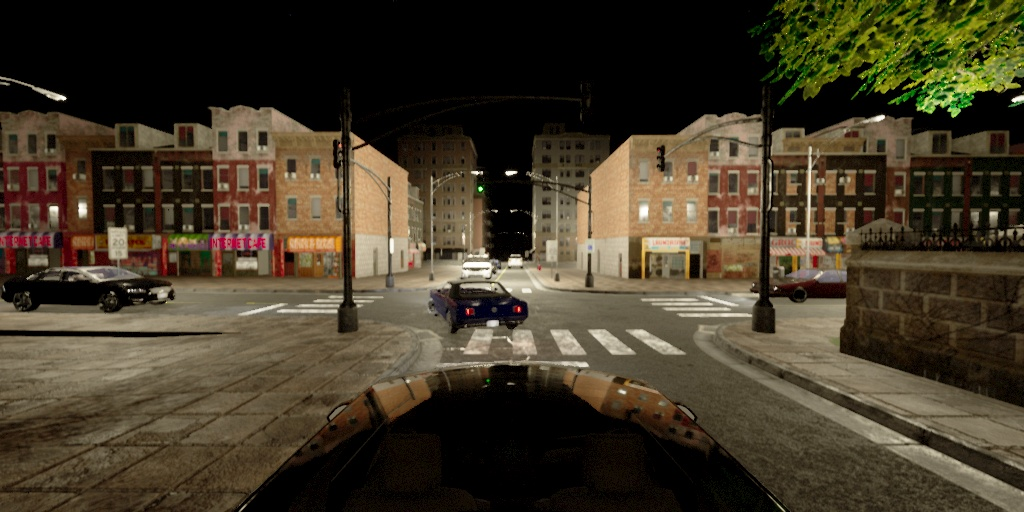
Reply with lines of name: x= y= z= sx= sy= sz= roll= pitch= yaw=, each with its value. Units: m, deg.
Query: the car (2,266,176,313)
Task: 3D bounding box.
car: x=-14.994 y=1.131 z=12.883 sx=4.902 sy=1.511 sz=2.128 roll=1 pitch=1 yaw=0

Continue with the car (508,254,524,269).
car: x=0.546 y=0.866 z=53.849 sx=2.150 sy=2.045 sz=5.566 roll=0 pitch=0 yaw=1

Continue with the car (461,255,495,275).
car: x=-2.707 y=0.909 z=28.429 sx=2.150 sy=2.045 sz=5.566 roll=0 pitch=0 yaw=-2

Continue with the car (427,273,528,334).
car: x=-1.275 y=1.356 z=10.794 sx=1.895 sy=1.301 sz=4.718 roll=0 pitch=0 yaw=-22

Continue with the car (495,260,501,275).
car: x=-2.561 y=1.217 z=38.672 sx=2.033 sy=1.411 sz=5.357 roll=0 pitch=0 yaw=1

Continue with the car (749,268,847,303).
car: x=13.569 y=1.243 z=15.687 sx=5.357 sy=1.411 sz=2.033 roll=0 pitch=1 yaw=1
